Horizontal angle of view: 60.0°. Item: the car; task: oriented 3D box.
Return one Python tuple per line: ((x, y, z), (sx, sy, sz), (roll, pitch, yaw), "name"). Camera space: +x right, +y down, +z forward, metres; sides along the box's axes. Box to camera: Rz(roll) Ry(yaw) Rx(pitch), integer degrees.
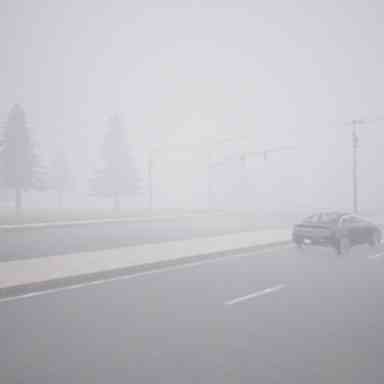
((6.064, 1.587, 13.751), (4.902, 1.511, 2.128), (0, -1, -40), "car")
